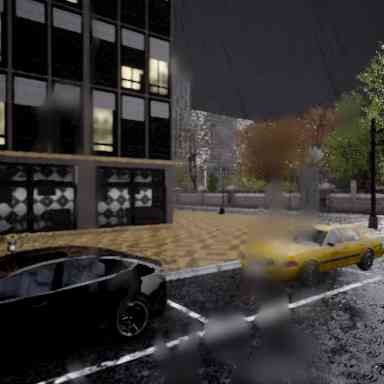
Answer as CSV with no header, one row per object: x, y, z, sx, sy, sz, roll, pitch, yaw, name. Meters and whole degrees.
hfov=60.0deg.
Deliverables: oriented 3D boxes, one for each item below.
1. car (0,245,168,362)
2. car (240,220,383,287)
-2.400,1.561,4.944,4.313,1.339,1.947,0,0,-35,car
3.462,1.479,9.183,4.829,1.417,1.752,0,0,-35,car
